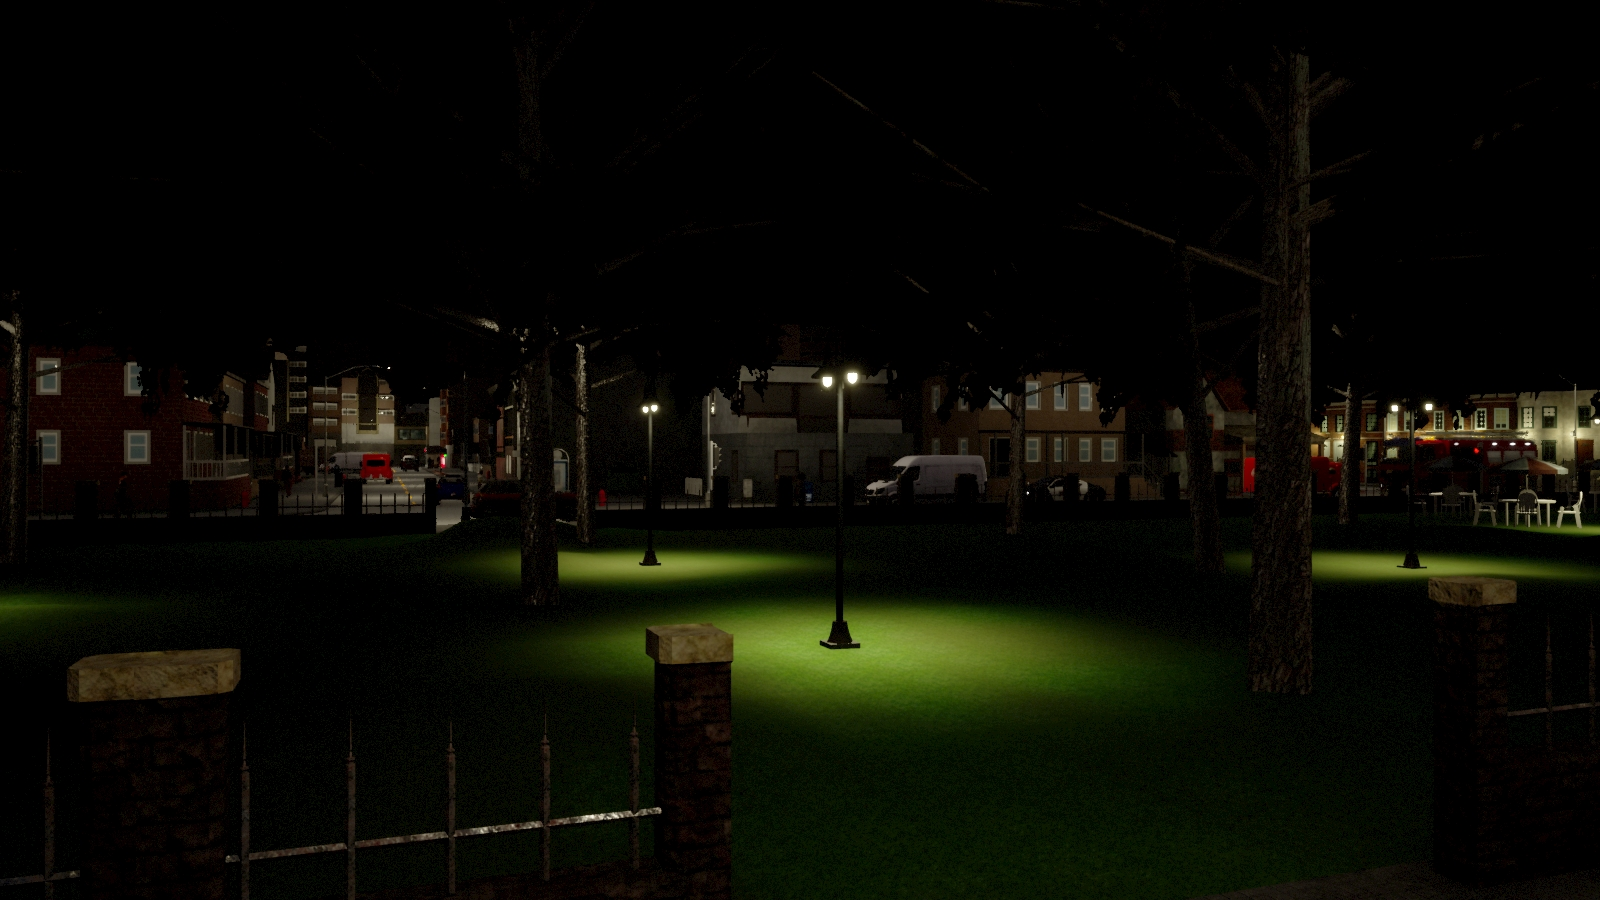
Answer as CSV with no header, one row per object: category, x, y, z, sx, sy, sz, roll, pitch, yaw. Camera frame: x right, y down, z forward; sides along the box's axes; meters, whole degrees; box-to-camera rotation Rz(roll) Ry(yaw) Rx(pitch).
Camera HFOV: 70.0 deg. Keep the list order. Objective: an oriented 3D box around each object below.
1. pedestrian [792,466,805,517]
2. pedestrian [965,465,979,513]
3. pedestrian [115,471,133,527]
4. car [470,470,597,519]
pedestrian,-0.049,1.525,42.100,0.375,1.860,0.375,0,0,-20
pedestrian,6.711,1.525,44.571,0.375,1.860,0.375,0,0,-19
pedestrian,-22.568,1.628,38.142,0.375,1.860,0.375,0,0,12
car,-10.275,1.685,44.020,4.553,1.767,2.097,0,0,-20
